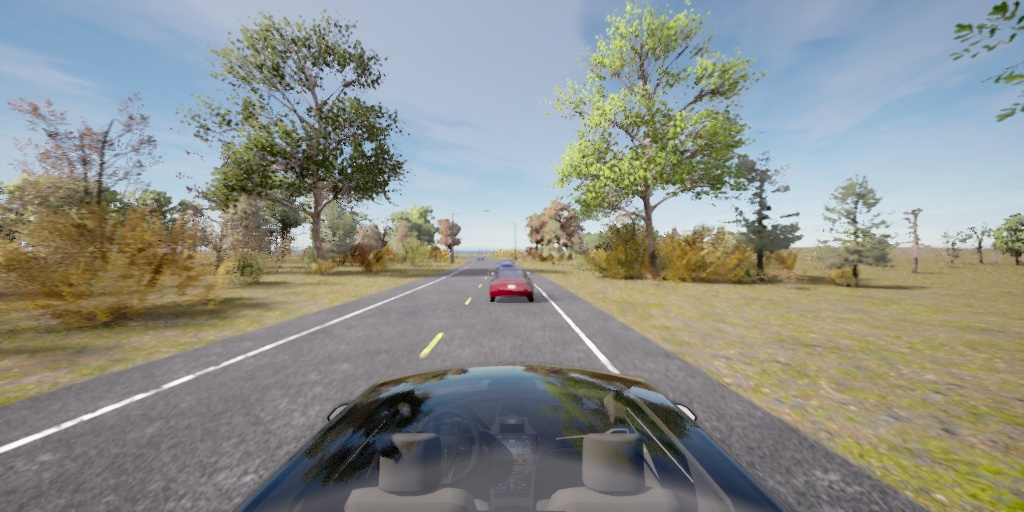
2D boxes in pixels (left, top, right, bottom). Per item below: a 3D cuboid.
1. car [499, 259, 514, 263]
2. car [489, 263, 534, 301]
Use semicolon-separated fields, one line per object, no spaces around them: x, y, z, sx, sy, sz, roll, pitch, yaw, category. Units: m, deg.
-0.558;1.059;35.681;1.812;1.442;4.674;0;1;-2;car
-0.051;1.220;16.841;1.994;1.385;4.181;0;0;-1;car
